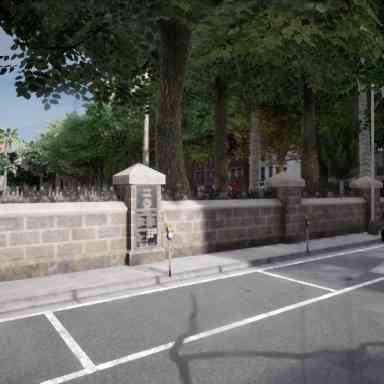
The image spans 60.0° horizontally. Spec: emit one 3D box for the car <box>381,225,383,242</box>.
[{"bbox_3d":[9.700,1.310,13.463,5.009,1.841,2.192,0,0,-36],"label":"car"}]
